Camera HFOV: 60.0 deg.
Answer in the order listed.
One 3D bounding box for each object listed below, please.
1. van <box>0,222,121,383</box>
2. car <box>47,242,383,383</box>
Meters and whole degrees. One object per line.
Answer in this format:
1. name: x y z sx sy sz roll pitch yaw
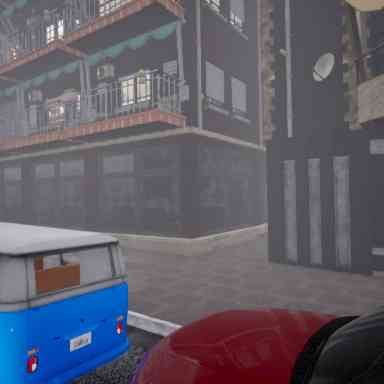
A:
1. van: -2.683 1.343 4.588 3.998 1.788 1.690 0 -1 35
2. car: 1.840 1.315 1.403 5.009 1.841 2.192 0 -1 35
